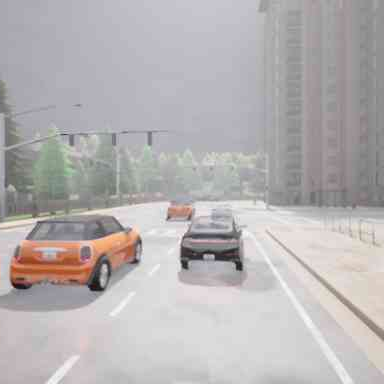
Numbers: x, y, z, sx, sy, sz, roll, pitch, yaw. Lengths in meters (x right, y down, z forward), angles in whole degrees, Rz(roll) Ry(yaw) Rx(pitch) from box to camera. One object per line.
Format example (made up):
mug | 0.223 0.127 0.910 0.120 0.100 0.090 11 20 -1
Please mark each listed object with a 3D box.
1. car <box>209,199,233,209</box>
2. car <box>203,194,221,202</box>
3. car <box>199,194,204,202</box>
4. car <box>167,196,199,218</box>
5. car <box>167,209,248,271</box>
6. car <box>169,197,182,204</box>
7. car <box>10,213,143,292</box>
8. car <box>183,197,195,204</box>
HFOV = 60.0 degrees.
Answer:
car | 2.727 1.671 30.520 1.812 1.442 4.674 0 0 6
car | 5.643 1.801 85.200 1.837 1.490 4.892 0 0 35
car | 3.127 1.535 87.662 2.150 2.045 5.566 0 0 35
car | -0.882 1.472 29.600 2.097 1.767 4.553 0 -1 6
car | 0.813 1.529 11.177 2.128 1.511 4.902 0 -1 9
car | -3.626 1.852 72.883 1.895 1.301 4.718 0 0 8
car | -2.850 1.385 9.282 2.097 1.767 4.553 0 0 6
car | -0.555 1.801 70.255 1.994 1.385 4.181 0 0 8
